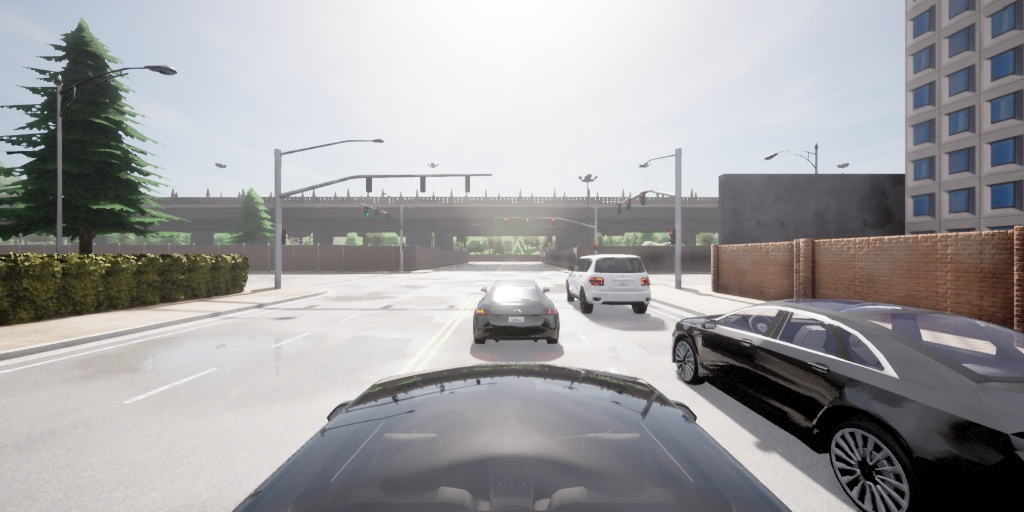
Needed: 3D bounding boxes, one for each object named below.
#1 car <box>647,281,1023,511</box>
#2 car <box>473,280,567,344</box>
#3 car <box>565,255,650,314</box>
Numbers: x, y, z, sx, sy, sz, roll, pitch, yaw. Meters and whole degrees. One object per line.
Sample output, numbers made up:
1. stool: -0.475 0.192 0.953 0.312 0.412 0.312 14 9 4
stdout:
1. car: 3.595 1.242 4.126 2.128 1.511 4.902 0 0 0
2. car: 0.092 1.314 9.586 1.994 1.385 4.181 0 0 0
3. car: 3.488 0.971 13.931 2.150 2.045 5.566 0 0 0
